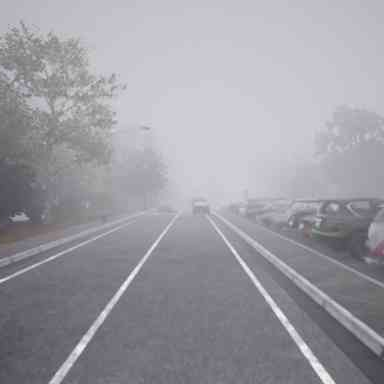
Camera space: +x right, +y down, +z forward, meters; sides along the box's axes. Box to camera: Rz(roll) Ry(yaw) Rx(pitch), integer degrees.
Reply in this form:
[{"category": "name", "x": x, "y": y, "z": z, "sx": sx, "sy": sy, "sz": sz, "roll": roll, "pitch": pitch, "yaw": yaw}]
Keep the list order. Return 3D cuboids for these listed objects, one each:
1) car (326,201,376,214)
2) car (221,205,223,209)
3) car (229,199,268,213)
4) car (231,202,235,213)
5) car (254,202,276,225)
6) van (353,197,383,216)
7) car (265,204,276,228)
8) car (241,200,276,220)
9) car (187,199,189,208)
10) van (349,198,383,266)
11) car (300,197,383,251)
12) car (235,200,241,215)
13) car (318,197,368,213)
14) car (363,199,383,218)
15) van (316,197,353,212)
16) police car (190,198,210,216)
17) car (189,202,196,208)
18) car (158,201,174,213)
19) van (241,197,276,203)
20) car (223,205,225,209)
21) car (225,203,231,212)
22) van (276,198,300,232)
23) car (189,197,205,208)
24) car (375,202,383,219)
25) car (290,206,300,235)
[{"category": "car", "x": 20.009, "y": 1.891, "z": 41.968, "sx": 5.366, "sy": 1.575, "sz": 1.946, "roll": 0, "pitch": -1, "yaw": 0}, {"category": "car", "x": 7.130, "y": 2.004, "z": 47.751, "sx": 4.892, "sy": 1.521, "sz": 2.231, "roll": 0, "pitch": -1, "yaw": 0}, {"category": "car", "x": 7.146, "y": 1.774, "z": 42.205, "sx": 4.553, "sy": 1.767, "sz": 2.185, "roll": 0, "pitch": -1, "yaw": 0}, {"category": "car", "x": 7.135, "y": 1.846, "z": 36.655, "sx": 4.792, "sy": 1.488, "sz": 2.163, "roll": 0, "pitch": -1, "yaw": 0}, {"category": "car", "x": 7.052, "y": 1.646, "z": 22.778, "sx": 4.792, "sy": 1.488, "sz": 2.163, "roll": 0, "pitch": -1, "yaw": 0}, {"category": "van", "x": 20.302, "y": 1.586, "z": 36.433, "sx": 4.442, "sy": 1.987, "sz": 1.878, "roll": 0, "pitch": -1, "yaw": 0}, {"category": "car", "x": 7.080, "y": 1.616, "z": 20.000, "sx": 4.674, "sy": 1.452, "sz": 2.002, "roll": 0, "pitch": -1, "yaw": 0}, {"category": "car", "x": 7.097, "y": 1.696, "z": 28.329, "sx": 5.008, "sy": 1.535, "sz": 2.097, "roll": 0, "pitch": -1, "yaw": 0}, {"category": "car", "x": 0.069, "y": 2.404, "z": 71.336, "sx": 2.150, "sy": 2.045, "sz": 5.566, "roll": 0, "pitch": -2, "yaw": 0}, {"category": "van", "x": 6.941, "y": 1.250, "z": 8.917, "sx": 4.442, "sy": 1.987, "sz": 1.878, "roll": 0, "pitch": 0, "yaw": 0}, {"category": "car", "x": 7.091, "y": 1.220, "z": 11.693, "sx": 5.566, "sy": 2.045, "sz": 2.435, "roll": 0, "pitch": 0, "yaw": 0}, {"category": "car", "x": 7.103, "y": 1.817, "z": 33.880, "sx": 4.674, "sy": 1.452, "sz": 2.002, "roll": 0, "pitch": -1, "yaw": 0}, {"category": "car", "x": 20.227, "y": 1.689, "z": 44.740, "sx": 5.566, "sy": 2.045, "sz": 2.435, "roll": 0, "pitch": -1, "yaw": 0}, {"category": "car", "x": 20.149, "y": 1.647, "z": 33.662, "sx": 4.553, "sy": 1.767, "sz": 2.185, "roll": 0, "pitch": -1, "yaw": 0}, {"category": "van", "x": 20.322, "y": 1.773, "z": 47.630, "sx": 4.442, "sy": 1.987, "sz": 1.878, "roll": 0, "pitch": -1, "yaw": 0}, {"category": "police car", "x": 1.004, "y": 1.766, "z": 37.167, "sx": 1.930, "sy": 1.638, "sz": 5.238, "roll": 0, "pitch": -1, "yaw": 0}, {"category": "car", "x": 0.088, "y": 3.396, "z": 87.625, "sx": 1.837, "sy": 1.490, "sz": 4.892, "roll": 0, "pitch": -3, "yaw": 0}, {"category": "car", "x": -3.301, "y": 1.948, "z": 43.040, "sx": 1.837, "sy": 1.490, "sz": 4.892, "roll": 0, "pitch": -1, "yaw": 0}, {"category": "van", "x": 7.213, "y": 1.511, "z": 31.108, "sx": 4.442, "sy": 1.987, "sz": 1.878, "roll": 0, "pitch": -1, "yaw": 0}, {"category": "car", "x": 7.126, "y": 1.947, "z": 44.980, "sx": 5.008, "sy": 1.535, "sz": 2.097, "roll": 0, "pitch": -1, "yaw": 0}, {"category": "car", "x": 7.082, "y": 1.606, "z": 39.436, "sx": 5.566, "sy": 2.045, "sz": 2.435, "roll": 0, "pitch": -1, "yaw": 0}, {"category": "van", "x": 6.956, "y": 1.310, "z": 17.229, "sx": 4.442, "sy": 1.987, "sz": 1.878, "roll": 0, "pitch": -1, "yaw": 0}, {"category": "car", "x": 1.015, "y": 1.753, "z": 47.110, "sx": 2.150, "sy": 2.045, "sz": 5.566, "roll": 0, "pitch": -1, "yaw": 0}, {"category": "car", "x": 20.171, "y": 1.734, "z": 31.015, "sx": 5.008, "sy": 1.535, "sz": 2.097, "roll": 0, "pitch": -1, "yaw": 0}, {"category": "car", "x": 7.097, "y": 1.525, "z": 14.443, "sx": 4.792, "sy": 1.488, "sz": 2.163, "roll": 0, "pitch": 0, "yaw": 0}]
